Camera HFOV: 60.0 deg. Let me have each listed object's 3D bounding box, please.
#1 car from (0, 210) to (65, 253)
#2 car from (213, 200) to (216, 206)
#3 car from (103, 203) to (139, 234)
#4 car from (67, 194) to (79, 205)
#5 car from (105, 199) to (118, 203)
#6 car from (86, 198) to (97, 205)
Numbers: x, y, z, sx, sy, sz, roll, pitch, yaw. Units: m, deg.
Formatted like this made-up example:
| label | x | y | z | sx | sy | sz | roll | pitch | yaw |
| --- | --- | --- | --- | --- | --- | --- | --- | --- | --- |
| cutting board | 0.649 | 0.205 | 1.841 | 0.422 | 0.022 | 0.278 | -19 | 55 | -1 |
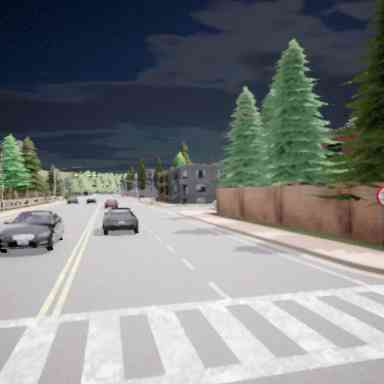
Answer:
| label | x | y | z | sx | sy | sz | roll | pitch | yaw |
| --- | --- | --- | --- | --- | --- | --- | --- | --- | --- |
| car | -6.645 | 1.552 | 14.267 | 2.128 | 1.511 | 4.902 | -1 | 0 | -14 |
| car | 5.011 | 1.414 | 43.360 | 4.674 | 1.442 | 1.812 | -1 | 0 | -14 |
| car | -4.289 | 1.598 | 19.832 | 1.994 | 1.385 | 4.181 | -1 | 0 | -14 |
| car | -23.277 | 1.682 | 64.946 | 1.882 | 1.535 | 5.008 | -1 | 0 | -14 |
| car | -12.007 | 1.661 | 49.663 | 1.994 | 1.385 | 4.181 | -1 | 0 | -14 |
| car | -19.883 | 1.765 | 65.806 | 1.895 | 1.301 | 4.718 | -1 | 0 | -14 |
